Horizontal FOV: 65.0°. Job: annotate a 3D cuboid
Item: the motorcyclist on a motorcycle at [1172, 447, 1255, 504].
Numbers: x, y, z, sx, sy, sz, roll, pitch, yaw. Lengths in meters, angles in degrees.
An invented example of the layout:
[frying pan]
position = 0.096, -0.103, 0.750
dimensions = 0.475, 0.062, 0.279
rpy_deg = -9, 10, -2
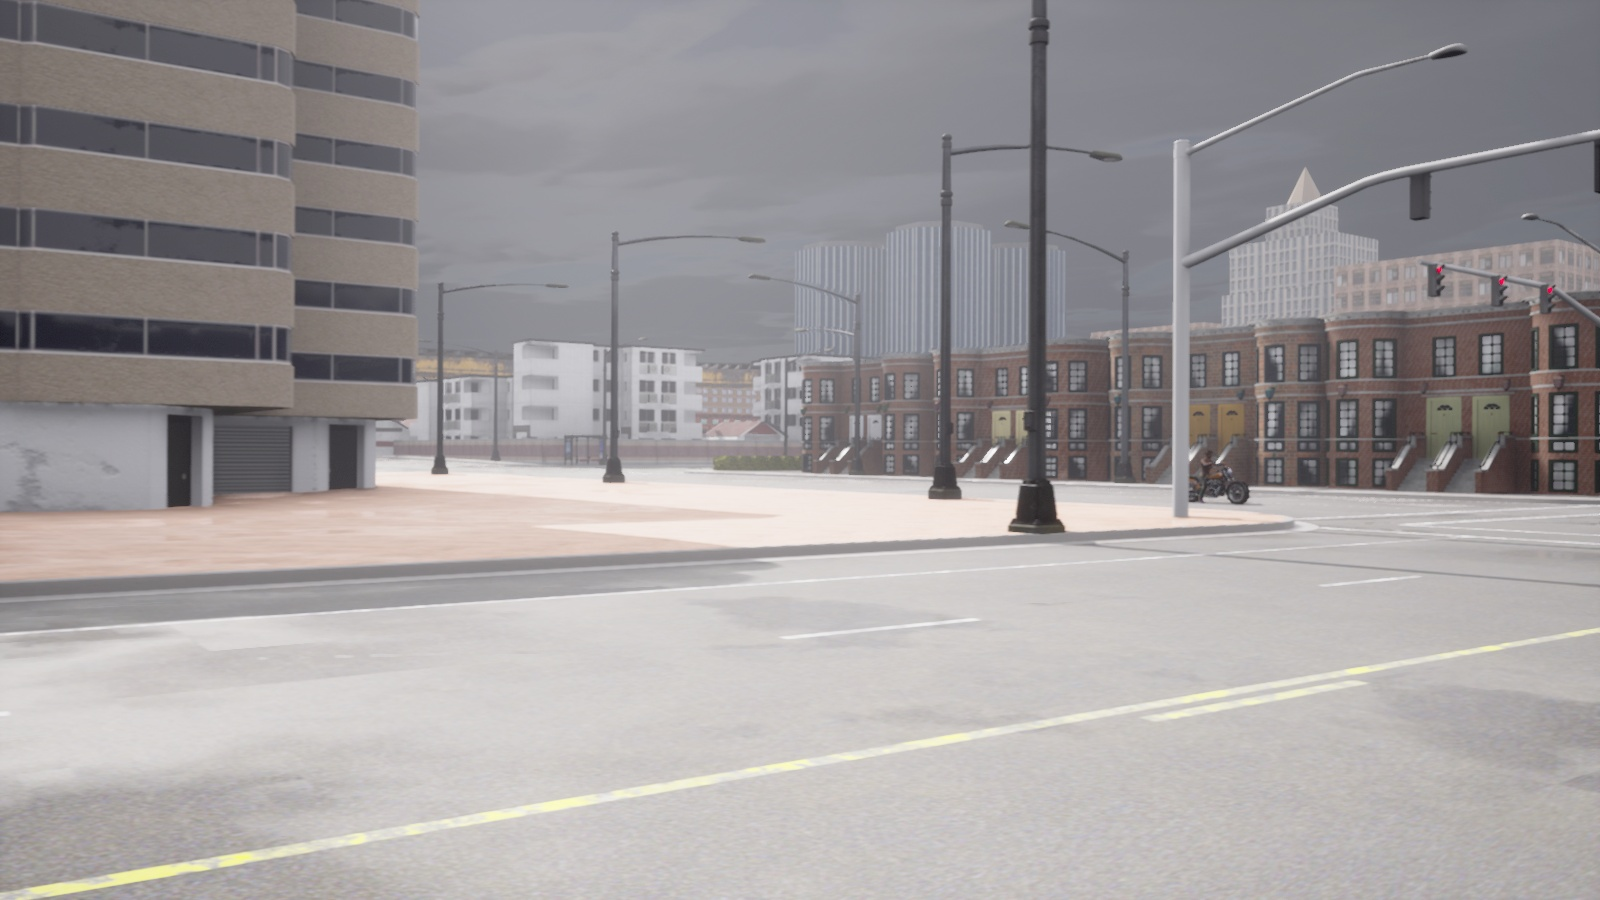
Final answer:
[motorcyclist on a motorcycle]
position = 12.309, 0.740, 37.412
dimensions = 0.766, 1.649, 2.350
rpy_deg = 0, 0, -35
